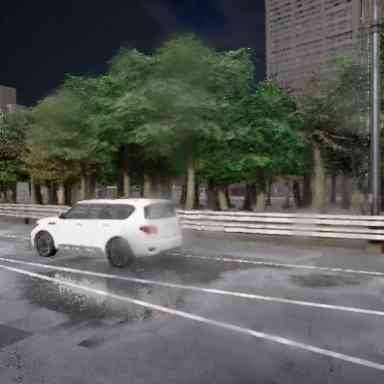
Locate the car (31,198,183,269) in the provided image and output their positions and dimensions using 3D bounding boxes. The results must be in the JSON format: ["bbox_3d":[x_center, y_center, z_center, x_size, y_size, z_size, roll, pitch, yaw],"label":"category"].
[{"bbox_3d":[-2.985,1.237,11.380,5.566,2.045,2.150,0,0,29],"label":"car"}]
